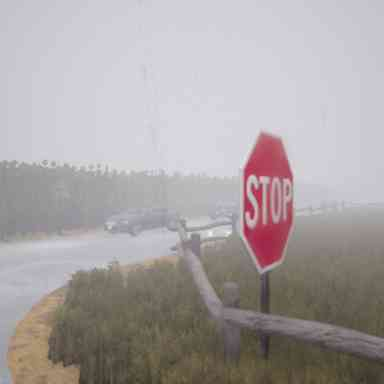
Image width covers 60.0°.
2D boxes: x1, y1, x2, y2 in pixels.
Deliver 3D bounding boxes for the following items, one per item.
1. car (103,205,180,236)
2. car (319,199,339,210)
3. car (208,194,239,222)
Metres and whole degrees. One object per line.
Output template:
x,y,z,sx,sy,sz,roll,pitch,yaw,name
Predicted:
-2.642,1.483,18.441,2.128,1.511,4.902,0,0,36,car
16.632,1.540,40.380,2.033,1.411,5.357,0,0,29,car
3.507,1.213,27.044,2.150,2.045,5.566,0,0,35,car
